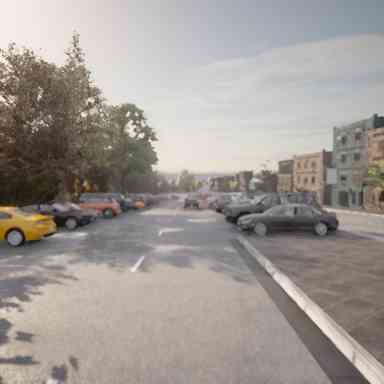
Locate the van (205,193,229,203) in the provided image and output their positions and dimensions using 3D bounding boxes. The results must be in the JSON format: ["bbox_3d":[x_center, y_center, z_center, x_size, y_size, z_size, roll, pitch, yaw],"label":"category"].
[{"bbox_3d":[4.757,1.201,64.317,4.442,1.987,1.878,0,0,0],"label":"van"}]

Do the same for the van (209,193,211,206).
[{"bbox_3d":[4.589,1.125,39.090,4.442,1.987,1.878,0,0,0],"label":"van"}]

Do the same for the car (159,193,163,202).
[{"bbox_3d":[-8.395,1.149,58.453,5.566,2.045,2.435,0,0,0],"label":"car"}]

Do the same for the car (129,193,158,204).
[{"bbox_3d":[-8.375,1.119,50.098,5.566,2.045,2.435,0,0,0],"label":"car"}]

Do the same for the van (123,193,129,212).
[{"bbox_3d":[-8.473,1.112,30.600,4.442,1.987,1.878,0,0,0],"label":"van"}]

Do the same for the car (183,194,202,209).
[{"bbox_3d":[-0.049,1.382,43.009,1.837,1.490,4.892,0,0,0],"label":"car"}]

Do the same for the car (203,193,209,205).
[{"bbox_3d":[4.663,1.108,44.697,5.566,2.045,2.435,0,0,0],"label":"car"}]

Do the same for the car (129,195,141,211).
[{"bbox_3d":[-8.366,1.387,36.172,4.674,1.452,2.002,0,0,0],"label":"car"}]

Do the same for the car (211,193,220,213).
[{"bbox_3d":[4.698,1.085,27.878,5.566,2.045,2.435,0,0,0],"label":"car"}]

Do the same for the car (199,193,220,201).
[{"bbox_3d":[4.604,1.296,89.546,5.566,2.045,2.435,0,0,0],"label":"car"}]

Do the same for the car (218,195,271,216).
[{"bbox_3d":[4.754,1.212,30.679,4.553,1.767,2.185,0,0,0],"label":"car"}]

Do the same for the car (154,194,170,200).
[{"bbox_3d":[-8.549,1.447,94.664,4.553,1.767,2.185,0,0,0],"label":"car"}]

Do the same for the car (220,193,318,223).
[{"bbox_3d":[4.707,1.097,19.468,5.566,2.045,2.435,0,0,0],"label":"car"}]

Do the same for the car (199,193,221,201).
[{"bbox_3d":[4.611,1.282,86.743,5.566,2.045,2.435,0,0,0],"label":"car"}]

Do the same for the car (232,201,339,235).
[{"bbox_3d":[4.743,1.360,16.668,4.892,1.521,2.231,0,0,0],"label":"car"}]

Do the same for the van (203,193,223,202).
[{"bbox_3d":[4.728,1.254,75.530,4.442,1.987,1.878,0,0,0],"label":"van"}]

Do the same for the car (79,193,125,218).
[{"bbox_3d":[-8.322,1.211,27.820,4.553,1.767,2.185,0,0,0],"label":"car"}]

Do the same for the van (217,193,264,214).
[{"bbox_3d":[4.833,1.116,33.483,4.442,1.987,1.878,0,0,0],"label":"van"}]

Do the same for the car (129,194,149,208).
[{"bbox_3d":[-8.189,1.348,38.958,5.366,1.575,1.946,0,0,0],"label":"car"}]

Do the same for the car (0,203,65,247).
[{"bbox_3d":[-8.336,1.372,13.896,5.008,1.535,2.097,0,0,0],"label":"car"}]

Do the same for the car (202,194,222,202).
[{"bbox_3d":[4.573,1.368,78.333,4.553,1.767,2.185,0,0,0],"label":"car"}]

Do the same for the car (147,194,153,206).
[{"bbox_3d":[-8.424,1.394,47.314,4.792,1.488,2.163,0,0,0],"label":"car"}]

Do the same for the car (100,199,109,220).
[{"bbox_3d":[-8.349,1.381,22.252,4.674,1.452,2.002,0,0,0],"label":"car"}]

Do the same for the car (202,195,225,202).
[{"bbox_3d":[4.624,1.467,72.726,5.008,1.535,2.097,0,0,0],"label":"car"}]

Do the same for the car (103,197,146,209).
[{"bbox_3d":[-8.376,1.356,41.744,5.008,1.535,2.097,0,0,0],"label":"car"}]

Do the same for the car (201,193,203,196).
[{"bbox_3d":[4.469,1.397,58.709,5.366,1.575,1.946,0,0,0],"label":"car"}]

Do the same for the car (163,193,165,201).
[{"bbox_3d":[-8.403,1.161,61.115,5.566,2.045,2.435,0,0,0],"label":"car"}]

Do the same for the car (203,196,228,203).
[{"bbox_3d":[4.662,1.470,67.119,4.792,1.488,2.163,0,0,0],"label":"car"}]

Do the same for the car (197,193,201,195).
[{"bbox_3d":[-0.075,1.251,53.036,2.097,1.767,4.553,0,0,0],"label":"car"}]

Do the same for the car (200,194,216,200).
[{"bbox_3d":[4.529,1.448,95.152,4.553,1.767,2.185,0,0,0],"label":"car"}]

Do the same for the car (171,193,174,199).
[{"bbox_3d":[-8.318,1.543,89.114,5.366,1.575,1.946,0,0,0],"label":"car"}]

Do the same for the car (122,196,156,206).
[{"bbox_3d":[-8.405,1.379,52.884,5.008,1.535,2.097,0,0,0],"label":"car"}]

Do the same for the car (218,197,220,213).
[{"bbox_3d":[4.724,1.337,25.073,4.892,1.521,2.231,0,0,0],"label":"car"}]

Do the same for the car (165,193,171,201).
[{"bbox_3d":[-8.502,1.534,86.337,4.892,1.521,2.231,0,0,0],"label":"car"}]

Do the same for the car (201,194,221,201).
[{"bbox_3d":[4.628,1.381,81.136,4.553,1.767,2.185,0,0,0],"label":"car"}]

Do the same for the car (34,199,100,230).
[{"bbox_3d":[-8.350,1.348,19.465,5.008,1.535,2.097,0,0,0],"label":"car"}]
